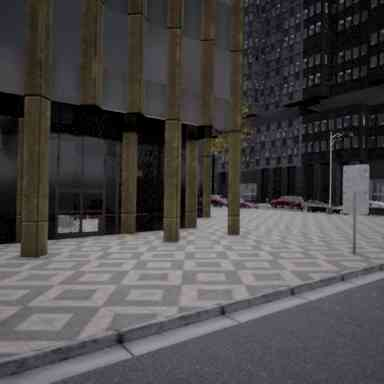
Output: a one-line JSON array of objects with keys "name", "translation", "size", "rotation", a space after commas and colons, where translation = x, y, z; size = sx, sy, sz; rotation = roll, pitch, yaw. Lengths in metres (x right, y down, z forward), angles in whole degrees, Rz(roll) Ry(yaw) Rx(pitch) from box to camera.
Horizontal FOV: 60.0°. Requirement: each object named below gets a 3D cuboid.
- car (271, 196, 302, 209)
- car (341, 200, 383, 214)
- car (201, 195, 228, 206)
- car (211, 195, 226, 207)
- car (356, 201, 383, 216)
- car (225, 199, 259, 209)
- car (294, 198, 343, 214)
[{"name": "car", "translation": [13.653, 1.479, 47.724], "size": [2.192, 1.841, 5.009], "rotation": [1, -1, -35]}, {"name": "car", "translation": [20.034, 1.700, 38.733], "size": [2.008, 1.369, 4.403], "rotation": [1, -1, -35]}, {"name": "car", "translation": [4.076, 1.504, 61.206], "size": [2.192, 1.841, 5.009], "rotation": [1, -1, -35]}, {"name": "car", "translation": [3.516, 1.305, 47.276], "size": [2.192, 1.841, 5.009], "rotation": [1, -1, -35]}, {"name": "car", "translation": [16.284, 1.511, 29.295], "size": [2.008, 1.369, 4.403], "rotation": [1, -1, -35]}, {"name": "car", "translation": [6.705, 1.564, 42.778], "size": [1.802, 1.307, 4.206], "rotation": [1, -1, -35]}, {"name": "car", "translation": [13.091, 1.534, 33.789], "size": [1.947, 1.339, 4.313], "rotation": [1, -1, -35]}]
